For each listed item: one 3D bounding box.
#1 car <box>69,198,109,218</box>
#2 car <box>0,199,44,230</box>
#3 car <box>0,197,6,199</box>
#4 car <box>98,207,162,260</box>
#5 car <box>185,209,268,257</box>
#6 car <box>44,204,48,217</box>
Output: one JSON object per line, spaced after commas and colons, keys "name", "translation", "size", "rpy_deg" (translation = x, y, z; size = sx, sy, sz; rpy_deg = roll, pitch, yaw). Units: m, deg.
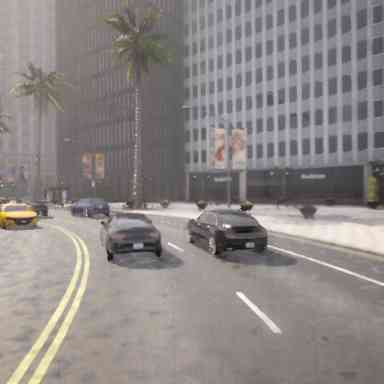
{"name": "car", "translation": [-9.252, 1.304, 29.759], "size": [2.097, 1.767, 4.553], "rpy_deg": [-1, 0, -44]}
{"name": "car", "translation": [-11.488, 1.492, 21.612], "size": [1.882, 1.535, 5.008], "rpy_deg": [0, 0, -39]}
{"name": "car", "translation": [-30.152, 1.544, 51.633], "size": [4.892, 1.521, 2.231], "rpy_deg": [0, 0, 39]}
{"name": "car", "translation": [-2.368, 1.490, 12.395], "size": [1.812, 1.442, 4.674], "rpy_deg": [0, 0, -18]}
{"name": "car", "translation": [1.126, 1.431, 12.840], "size": [1.837, 1.490, 4.892], "rpy_deg": [0, 0, -17]}
{"name": "car", "translation": [-14.898, 1.512, 30.435], "size": [4.892, 1.490, 1.837], "rpy_deg": [0, 0, 42]}
